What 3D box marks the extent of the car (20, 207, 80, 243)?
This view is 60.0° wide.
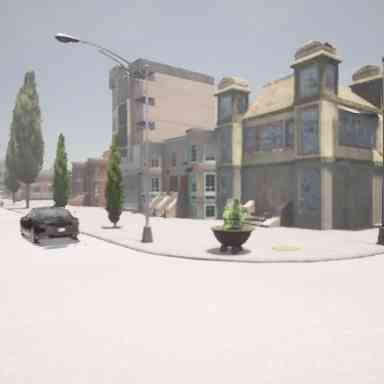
[{"bbox_3d":[-6.993,1.459,16.109,1.882,1.535,5.008,0,0,-36],"label":"car"}]
